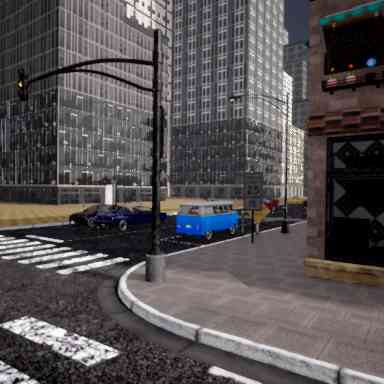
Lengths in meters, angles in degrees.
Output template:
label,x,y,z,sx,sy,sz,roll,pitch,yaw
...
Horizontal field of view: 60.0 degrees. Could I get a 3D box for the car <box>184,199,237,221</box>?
label,x,y,z,sx,sy,sz,roll,pitch,yaw
car,1.678,1.410,28.044,2.128,1.511,4.902,1,1,35

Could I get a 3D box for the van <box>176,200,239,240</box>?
label,x,y,z,sx,sy,sz,roll,pitch,yaw
van,0.904,1.366,16.983,1.690,1.788,3.998,1,1,35

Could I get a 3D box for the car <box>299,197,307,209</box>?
label,x,y,z,sx,sy,sz,roll,pitch,yaw
car,15.637,1.412,42.204,1.882,1.535,5.008,1,1,36

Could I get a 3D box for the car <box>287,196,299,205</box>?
label,x,y,z,sx,sy,sz,roll,pitch,yaw
car,16.469,1.360,53.243,1.752,1.417,4.829,1,1,35

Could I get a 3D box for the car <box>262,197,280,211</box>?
label,x,y,z,sx,sy,sz,roll,pitch,yaw
car,7.536,1.502,36.247,1.895,1.301,4.718,1,1,36

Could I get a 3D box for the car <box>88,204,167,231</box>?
label,x,y,z,sx,sy,sz,roll,pitch,yaw
car,-3.711,1.537,20.493,1.895,1.301,4.718,1,1,35

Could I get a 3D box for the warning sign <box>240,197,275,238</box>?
label,x,y,z,sx,sy,sz,roll,pitch,yaw
warning sign,3.184,1.175,16.086,1.300,1.860,1.060,1,1,35

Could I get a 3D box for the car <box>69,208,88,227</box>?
label,x,y,z,sx,sy,sz,roll,pitch,yaw
car,-5.921,1.463,21.852,1.947,1.339,4.313,1,1,35
